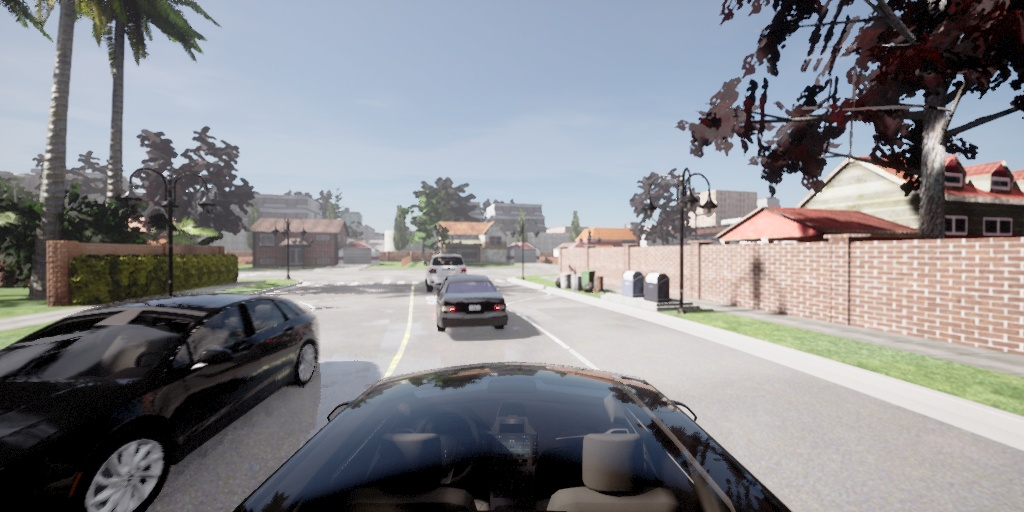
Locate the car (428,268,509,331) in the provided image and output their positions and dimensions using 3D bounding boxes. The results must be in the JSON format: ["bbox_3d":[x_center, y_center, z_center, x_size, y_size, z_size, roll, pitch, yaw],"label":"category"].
[{"bbox_3d":[-1.386,1.269,10.965,2.033,1.411,5.357,0,0,-12],"label":"car"}]

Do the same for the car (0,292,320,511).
[{"bbox_3d":[-3.887,1.249,4.025,1.837,1.490,4.892,1,0,-6],"label":"car"}]

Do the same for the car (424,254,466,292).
[{"bbox_3d":[-3.901,0.916,20.944,2.150,2.045,5.566,0,0,-14],"label":"car"}]
